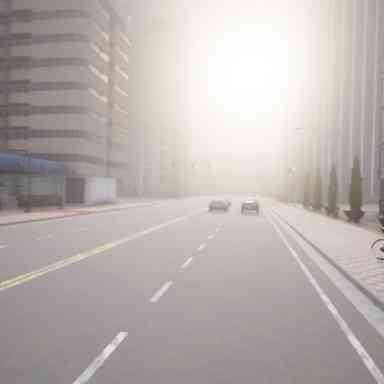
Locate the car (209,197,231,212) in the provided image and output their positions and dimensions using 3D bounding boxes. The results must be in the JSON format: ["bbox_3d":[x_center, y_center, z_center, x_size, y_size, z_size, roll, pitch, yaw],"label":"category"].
[{"bbox_3d":[3.051,1.427,37.532,1.994,1.385,4.181,2,0,10],"label":"car"}]

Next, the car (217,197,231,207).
[{"bbox_3d":[4.714,1.441,48.794,1.895,1.301,4.718,2,0,5],"label":"car"}]

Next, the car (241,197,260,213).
[{"bbox_3d":[6.399,1.448,36.607,2.128,1.511,4.902,2,0,10],"label":"car"}]

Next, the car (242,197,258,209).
[{"bbox_3d":[8.307,1.489,47.514,2.033,1.411,5.357,2,0,11],"label":"car"}]

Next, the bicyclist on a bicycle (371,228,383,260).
[{"bbox_3d":[6.632,1.414,10.650,1.656,1.620,0.582,2,0,10],"label":"bicyclist on a bicycle"}]
